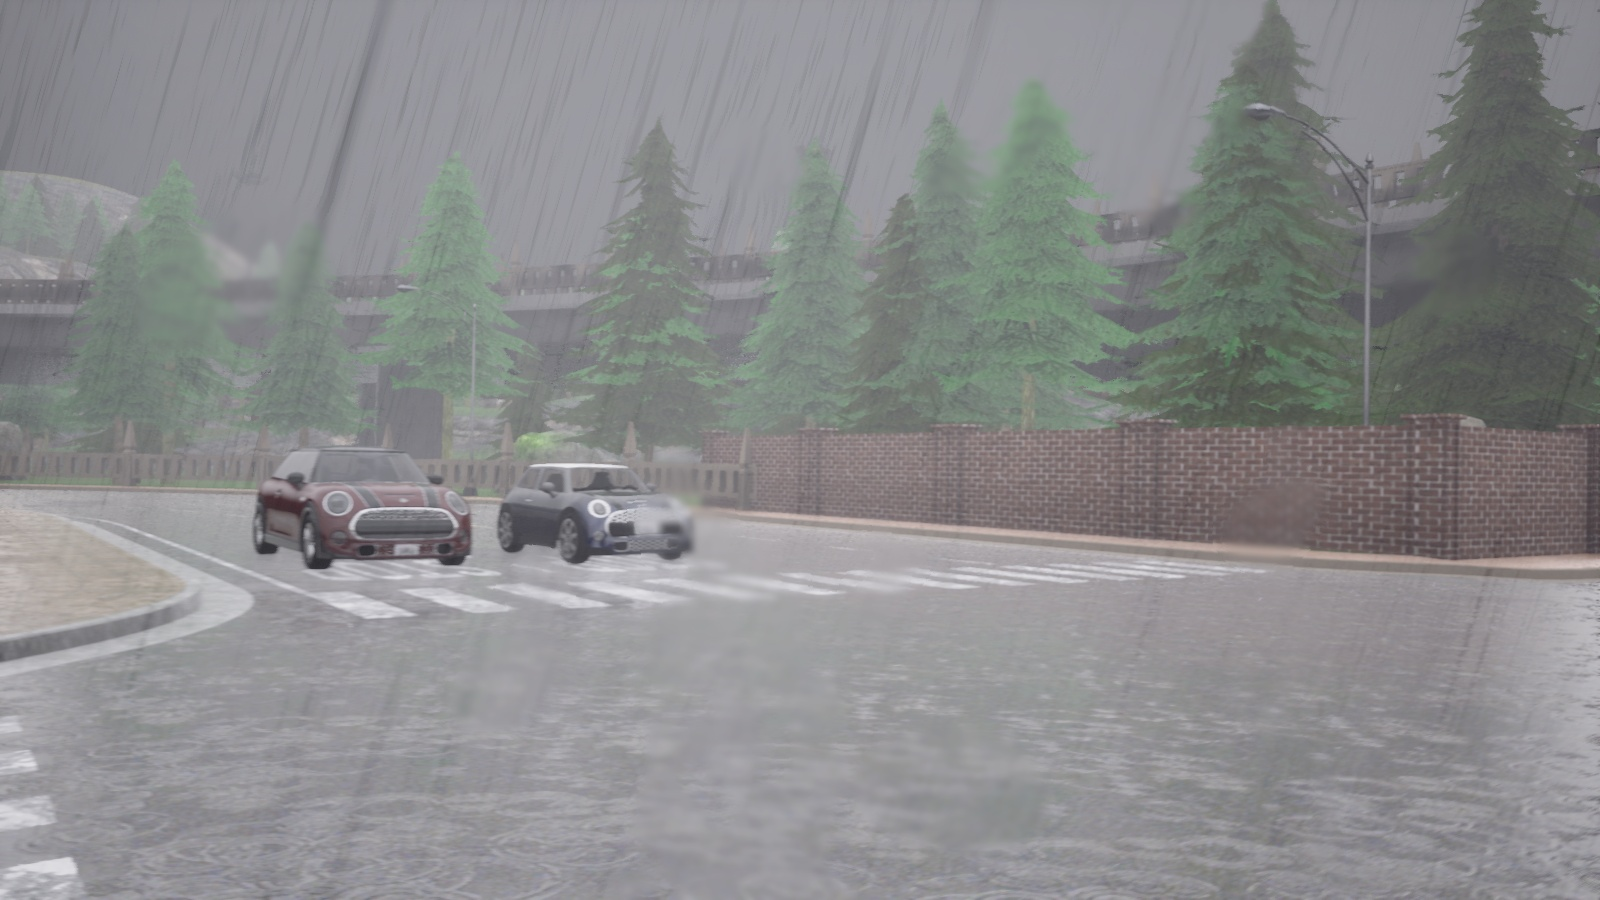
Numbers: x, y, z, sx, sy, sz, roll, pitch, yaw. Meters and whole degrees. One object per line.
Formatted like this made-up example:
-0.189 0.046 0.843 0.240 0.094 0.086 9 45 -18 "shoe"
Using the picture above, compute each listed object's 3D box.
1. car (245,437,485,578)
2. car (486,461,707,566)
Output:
-6.431 0.751 18.224 2.097 1.767 4.553 1 -1 -35 "car"
-3.309 0.928 19.859 1.970 1.475 3.806 1 -1 -35 "car"
